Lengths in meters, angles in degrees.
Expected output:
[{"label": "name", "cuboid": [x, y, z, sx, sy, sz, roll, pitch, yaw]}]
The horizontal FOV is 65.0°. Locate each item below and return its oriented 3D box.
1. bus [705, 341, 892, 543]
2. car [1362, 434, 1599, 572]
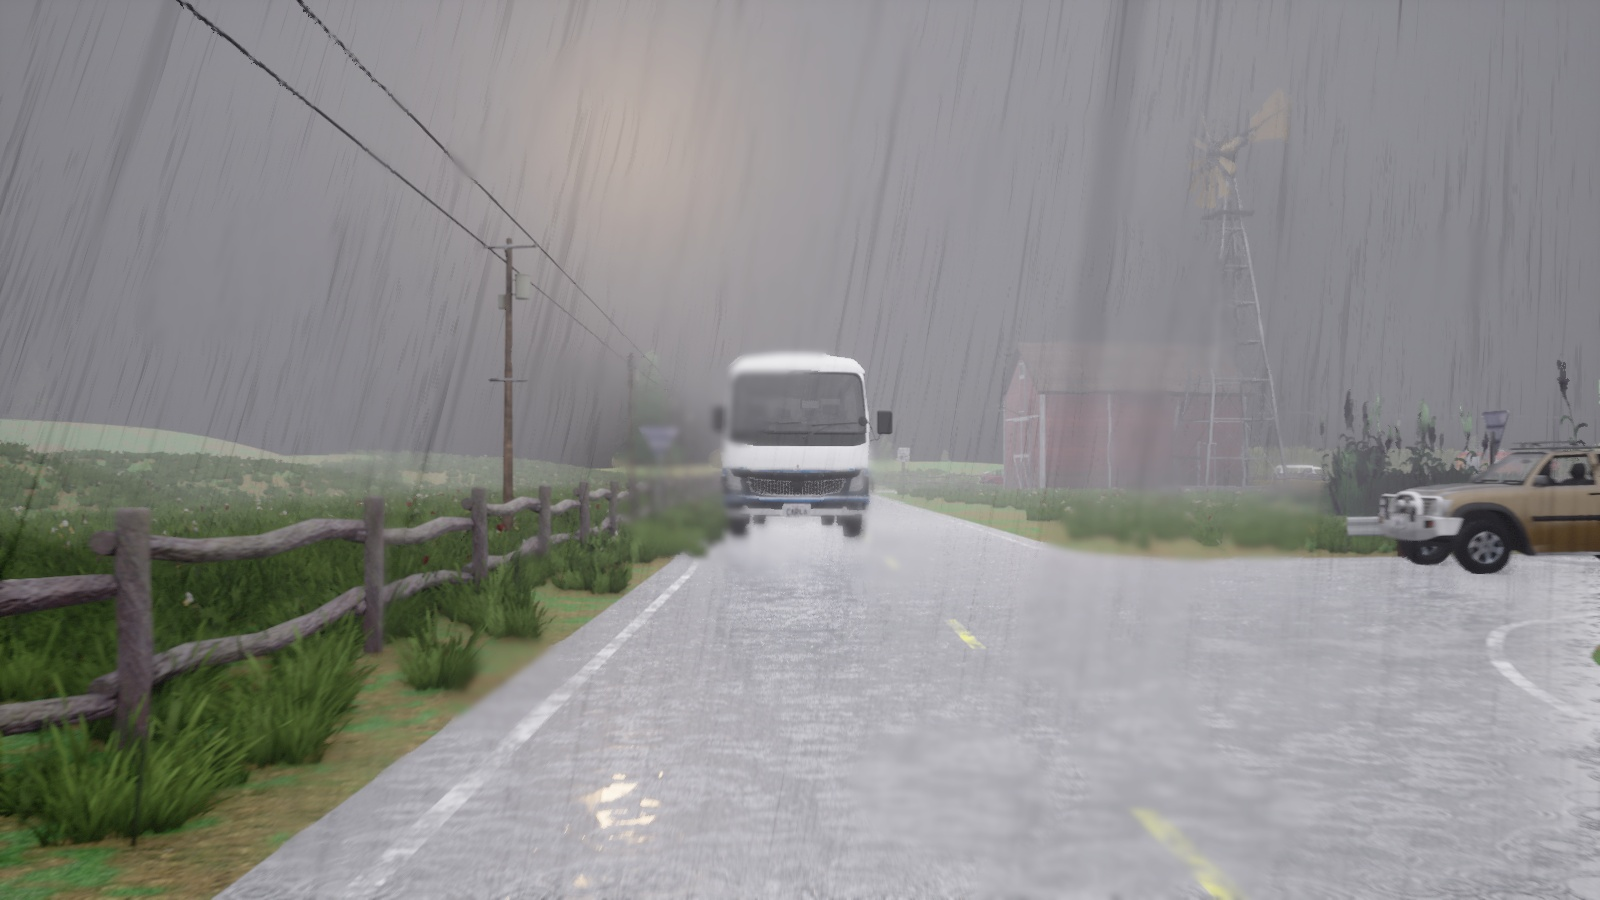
[{"label": "bus", "cuboid": [-0.089, -0.080, 31.708, 3.944, 4.253, 10.273, 0, -1, -1]}, {"label": "car", "cuboid": [11.076, 0.726, 18.561, 4.605, 1.855, 1.932, -2, -1, 1]}]
